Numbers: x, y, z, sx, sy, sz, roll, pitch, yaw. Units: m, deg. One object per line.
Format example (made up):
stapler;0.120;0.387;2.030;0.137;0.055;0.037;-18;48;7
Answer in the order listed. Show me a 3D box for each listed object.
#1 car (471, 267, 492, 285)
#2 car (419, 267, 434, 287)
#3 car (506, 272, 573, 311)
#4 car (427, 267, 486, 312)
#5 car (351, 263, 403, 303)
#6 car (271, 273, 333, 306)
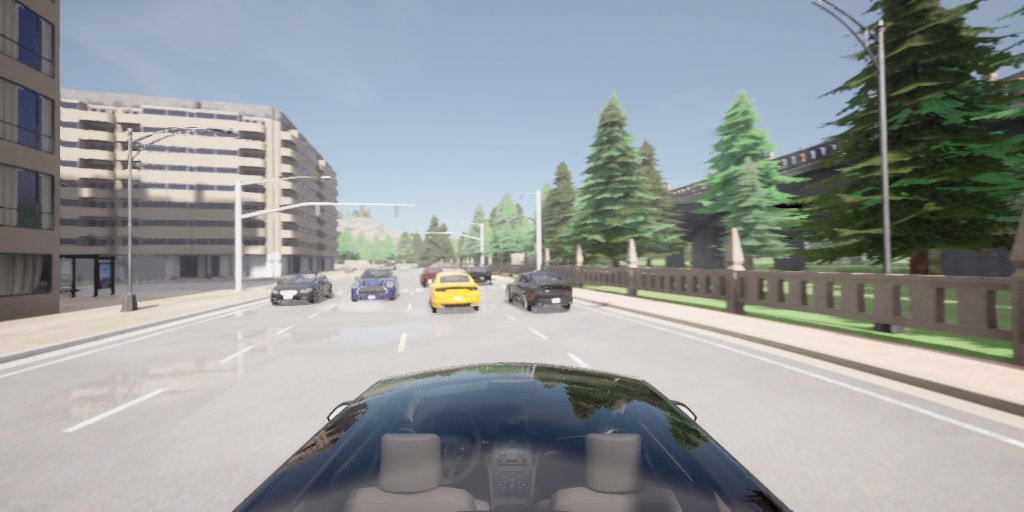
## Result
car;-3.008;1.666;31.190;1.882;1.535;5.008;-1;0;-14
car;-6.685;1.709;30.225;1.882;1.535;5.008;0;0;-18
car;1.042;1.425;15.543;1.837;1.490;4.892;-1;0;-14
car;-2.617;1.454;15.750;1.882;1.535;5.008;-1;-1;-14
car;-7.302;1.448;19.488;2.097;1.767;4.553;-1;-1;-14
car;-10.666;1.626;18.523;2.128;1.511;4.902;-1;-1;-14
